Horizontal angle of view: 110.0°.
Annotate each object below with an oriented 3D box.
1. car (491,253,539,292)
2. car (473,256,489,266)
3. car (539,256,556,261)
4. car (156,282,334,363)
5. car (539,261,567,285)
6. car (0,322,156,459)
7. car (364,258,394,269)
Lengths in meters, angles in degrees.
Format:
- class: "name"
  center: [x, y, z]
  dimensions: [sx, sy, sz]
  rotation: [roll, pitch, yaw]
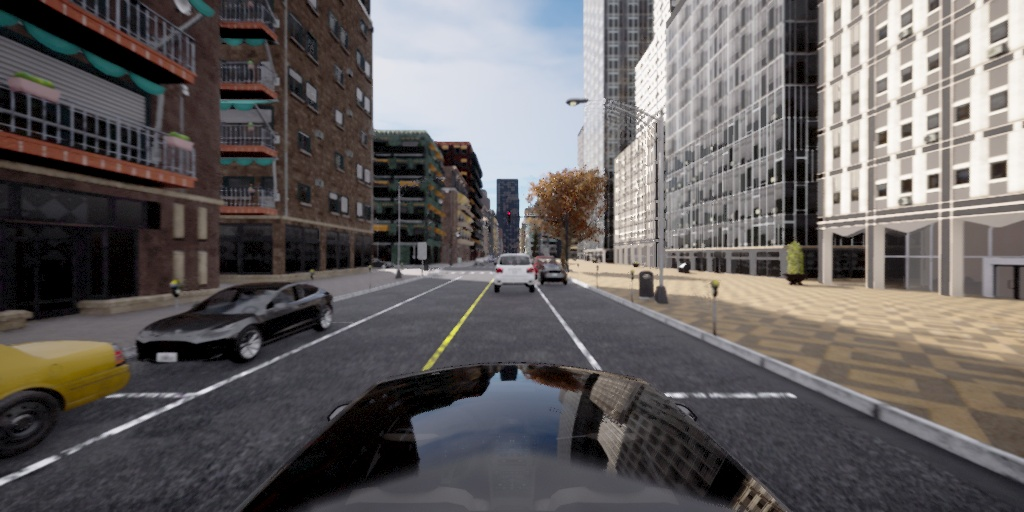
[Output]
- class: "car"
  center: [0.109, 0.879, 20.488]
  dimensions: [2.150, 2.045, 5.566]
  rotation: [0, 0, -1]
- class: "car"
  center: [-5.680, 1.023, 62.569]
  dimensions: [2.007, 1.370, 4.403]
  rotation: [0, 0, 0]
- class: "car"
  center: [2.696, 0.927, 30.181]
  dimensions: [2.192, 1.841, 5.009]
  rotation: [0, 0, 0]
- class: "car"
  center: [-5.689, 1.284, 8.091]
  dimensions: [1.948, 1.339, 4.313]
  rotation: [0, 0, 0]
- class: "car"
  center: [2.695, 1.204, 24.658]
  dimensions: [1.948, 1.339, 4.313]
  rotation: [0, 0, 0]
- class: "car"
  center: [-5.689, 1.272, 2.399]
  dimensions: [1.751, 1.417, 4.829]
  rotation: [0, 0, 0]
- class: "car"
  center: [-16.429, 0.894, 43.154]
  dimensions: [4.403, 1.370, 2.007]
  rotation: [0, 0, -1]
